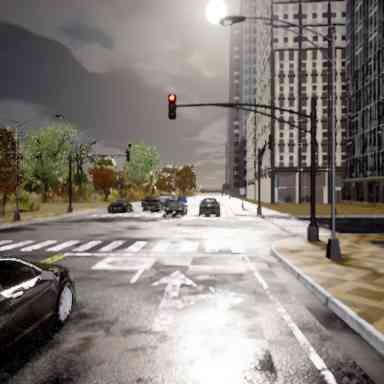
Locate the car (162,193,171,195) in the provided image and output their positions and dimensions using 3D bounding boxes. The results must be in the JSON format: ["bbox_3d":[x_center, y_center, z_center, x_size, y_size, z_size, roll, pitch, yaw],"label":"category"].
[{"bbox_3d":[-5.441,1.255,67.045,2.150,2.045,5.566,0,0,5],"label":"car"}]

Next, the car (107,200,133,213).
[{"bbox_3d":[-7.931,1.576,36.972,1.994,1.385,4.181,0,0,5],"label":"car"}]

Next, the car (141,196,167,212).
[{"bbox_3d":[-4.520,1.518,38.907,1.837,1.490,4.892,0,0,4],"label":"car"}]

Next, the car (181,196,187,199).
[{"bbox_3d":[-2.069,1.518,68.383,1.882,1.535,5.008,0,0,5],"label":"car"}]

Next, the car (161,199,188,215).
[{"bbox_3d":[-1.498,1.607,33.358,1.895,1.301,4.718,0,0,5],"label":"car"}]

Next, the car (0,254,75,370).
[{"bbox_3d":[-3.062,1.506,4.157,1.837,1.490,4.892,0,0,1],"label":"car"}]

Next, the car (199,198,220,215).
[{"bbox_3d":[1.861,1.368,34.464,2.097,1.767,4.553,0,0,4],"label":"car"}]

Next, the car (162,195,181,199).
[{"bbox_3d":[-3.345,1.589,53.391,1.994,1.385,4.181,0,0,5],"label":"car"}]

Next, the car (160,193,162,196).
[{"bbox_3d":[-6.665,1.376,52.701,2.097,1.767,4.553,0,0,5],"label":"car"}]
